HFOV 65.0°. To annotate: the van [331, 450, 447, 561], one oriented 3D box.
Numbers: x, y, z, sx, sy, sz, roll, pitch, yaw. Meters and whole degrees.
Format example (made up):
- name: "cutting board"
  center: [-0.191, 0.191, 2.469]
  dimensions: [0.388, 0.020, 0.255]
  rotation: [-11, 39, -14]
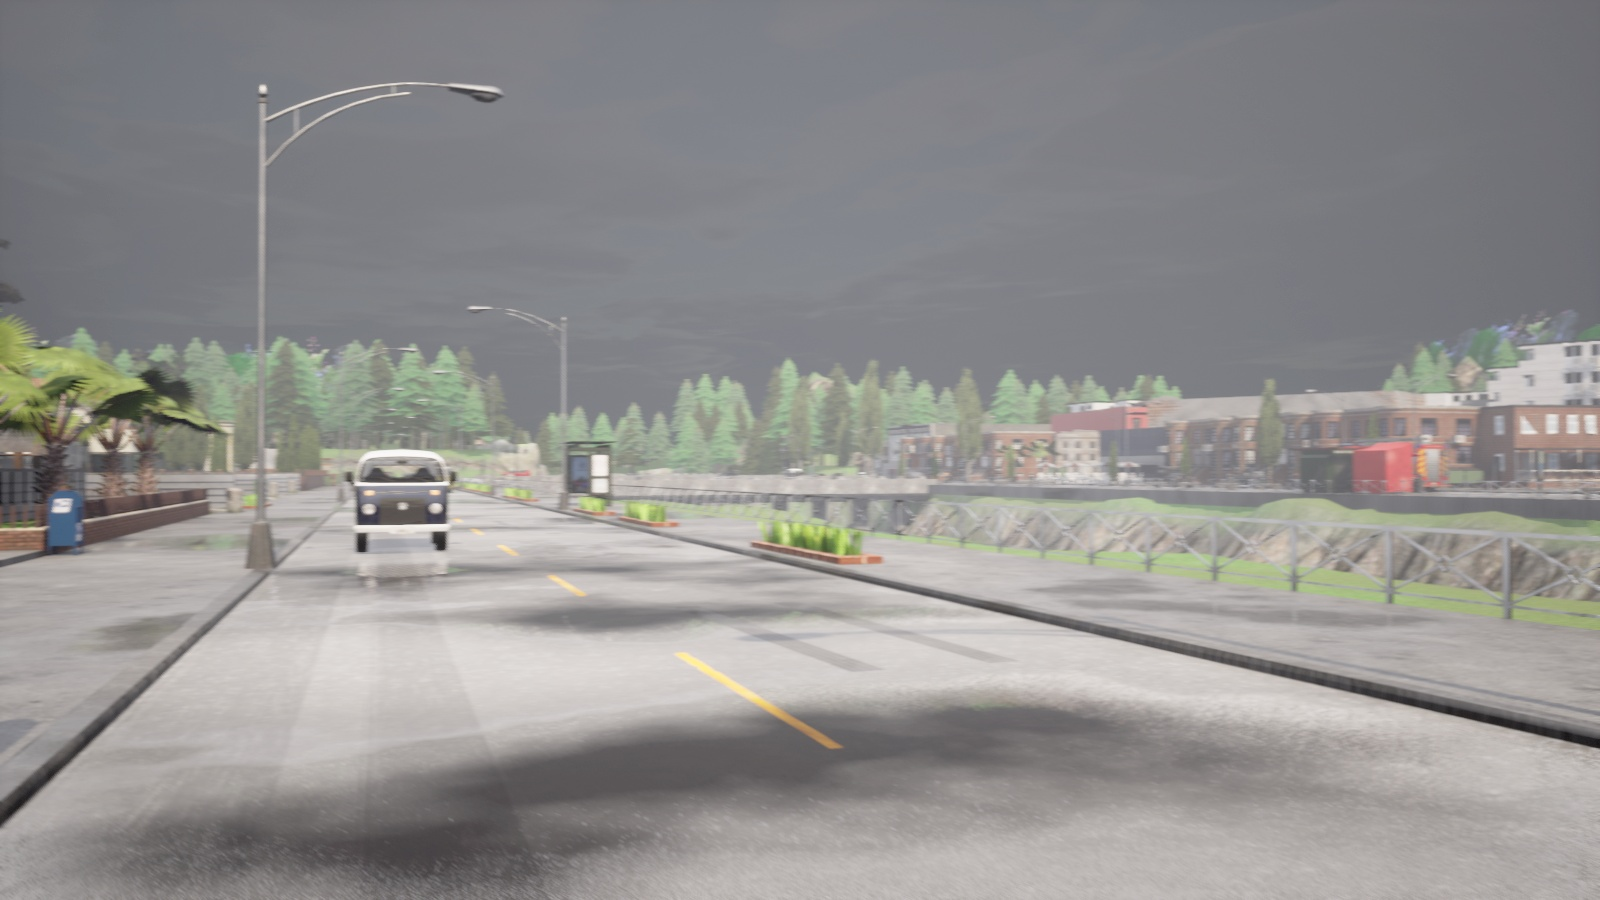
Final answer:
- name: "van"
  center: [-8.436, 1.067, 25.689]
  dimensions: [2.069, 2.038, 4.480]
  rotation: [0, -1, -19]
